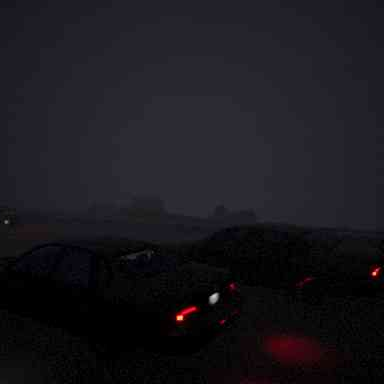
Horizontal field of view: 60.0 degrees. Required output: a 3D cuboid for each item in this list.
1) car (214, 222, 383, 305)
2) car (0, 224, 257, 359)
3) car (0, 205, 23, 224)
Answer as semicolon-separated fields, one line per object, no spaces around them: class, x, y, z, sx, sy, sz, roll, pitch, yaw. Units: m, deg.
car;1.517;1.423;7.706;5.357;1.411;2.033;0;1;33
car;-1.825;1.482;5.800;5.357;1.411;2.033;0;1;32
car;-12.686;1.451;20.324;4.718;1.301;1.895;0;1;27
